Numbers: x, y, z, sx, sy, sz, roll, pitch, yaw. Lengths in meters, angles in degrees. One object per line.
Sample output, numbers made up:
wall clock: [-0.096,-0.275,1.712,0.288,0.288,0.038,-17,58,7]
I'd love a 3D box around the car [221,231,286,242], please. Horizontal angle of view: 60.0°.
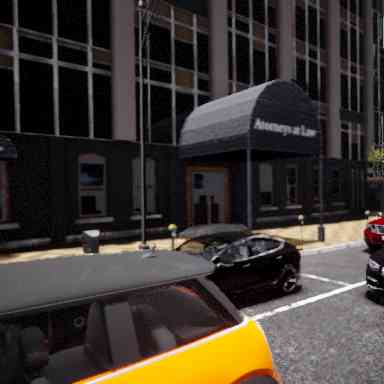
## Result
car: [0.610,1.584,7.232,4.313,1.339,1.947,0,-1,-36]

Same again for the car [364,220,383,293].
car: [5.929,1.502,7.762,4.902,1.511,2.128,0,0,-36]

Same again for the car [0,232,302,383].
car: [-1.493,1.360,2.275,4.553,1.767,2.097,0,0,-37]

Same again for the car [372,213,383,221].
car: [8.949,1.335,13.350,5.009,1.841,2.192,0,-1,-36]
